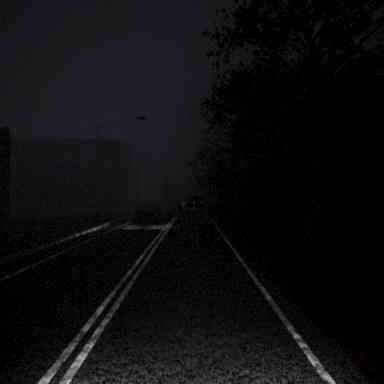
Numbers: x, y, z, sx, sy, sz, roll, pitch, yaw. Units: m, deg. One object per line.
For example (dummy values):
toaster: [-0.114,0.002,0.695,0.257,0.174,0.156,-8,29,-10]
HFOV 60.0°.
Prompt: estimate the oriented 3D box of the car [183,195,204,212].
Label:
car: [0.318,1.404,42.772,2.150,2.045,5.566,0,0,1]

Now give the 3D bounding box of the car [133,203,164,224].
car: [-3.294,1.572,25.665,1.882,1.535,5.008,0,0,1]

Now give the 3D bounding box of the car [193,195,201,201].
car: [1.391,1.636,87.071,2.033,1.411,5.357,0,0,2]
